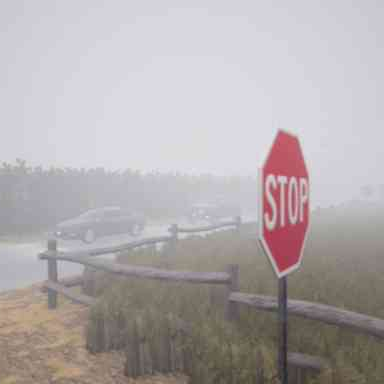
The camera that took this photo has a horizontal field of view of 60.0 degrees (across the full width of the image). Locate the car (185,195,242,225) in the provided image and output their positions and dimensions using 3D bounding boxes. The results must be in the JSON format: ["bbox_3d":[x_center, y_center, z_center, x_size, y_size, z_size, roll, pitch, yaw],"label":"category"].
[{"bbox_3d":[1.766,1.268,25.144,2.150,2.045,5.566,0,0,36],"label":"car"}]

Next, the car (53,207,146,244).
[{"bbox_3d":[-4.415,1.560,16.524,1.837,1.490,4.892,0,0,36],"label":"car"}]

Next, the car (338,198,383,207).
[{"bbox_3d":[20.386,1.422,40.144,4.718,1.301,1.895,-2,0,1],"label":"car"}]
